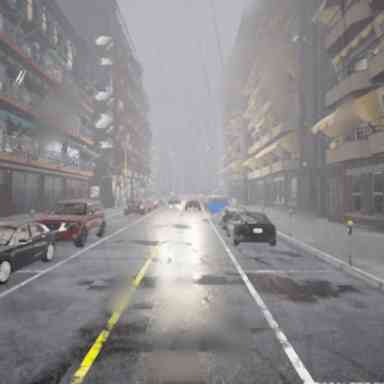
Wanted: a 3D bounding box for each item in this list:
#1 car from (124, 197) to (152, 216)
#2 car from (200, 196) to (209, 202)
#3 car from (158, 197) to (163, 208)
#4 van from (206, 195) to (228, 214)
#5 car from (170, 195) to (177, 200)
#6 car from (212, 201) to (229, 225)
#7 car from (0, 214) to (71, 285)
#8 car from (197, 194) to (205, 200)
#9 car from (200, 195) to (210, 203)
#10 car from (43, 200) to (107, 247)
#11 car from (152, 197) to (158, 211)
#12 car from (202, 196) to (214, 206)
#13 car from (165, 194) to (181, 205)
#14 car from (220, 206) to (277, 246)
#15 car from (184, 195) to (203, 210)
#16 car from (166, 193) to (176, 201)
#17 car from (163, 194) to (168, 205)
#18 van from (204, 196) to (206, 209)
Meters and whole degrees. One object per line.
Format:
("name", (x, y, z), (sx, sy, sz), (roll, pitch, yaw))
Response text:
("car", (-5.301, 1.389, 32.017), (1.967, 1.590, 4.097), (1, 0, 0))
("car", (2.581, 1.475, 71.742), (1.802, 1.307, 4.206), (1, 0, 0))
("car", (-5.300, 1.372, 43.359), (1.967, 1.590, 4.097), (1, 0, 0))
("van", (2.580, 1.290, 32.046), (1.690, 1.788, 3.998), (1, 0, 0))
("car", (-5.275, 1.450, 94.396), (1.802, 1.307, 4.206), (1, 0, 0))
("car", (2.577, 1.517, 20.704), (2.008, 1.369, 4.403), (1, 0, 0))
("car", (-5.305, 1.535, 9.333), (2.008, 1.369, 4.403), (1, 0, 0))
("car", (2.584, 1.418, 94.424), (2.008, 1.369, 4.403), (1, 0, 0))
("car", (2.581, 1.425, 66.240), (1.752, 1.417, 4.829), (1, 0, 0))
("car", (-5.301, 1.290, 15.004), (2.192, 1.841, 5.009), (1, 0, 0))
("car", (-5.302, 1.522, 37.688), (1.802, 1.307, 4.206), (1, 0, 0))
("car", (2.580, 1.441, 54.899), (1.752, 1.417, 4.829), (1, 0, 0))
("car", (-2.810, 1.479, 54.596), (1.994, 1.385, 4.181), (0, 0, 0))
("car", (2.576, 1.541, 15.034), (1.947, 1.339, 4.313), (1, 0, 0))
("car", (0.102, 1.460, 41.329), (1.812, 1.442, 4.674), (0, 0, 0))
("car", (-5.303, 1.195, 83.054), (2.192, 1.841, 5.009), (1, 0, 0))
("car", (-5.300, 1.467, 54.700), (2.008, 1.369, 4.403), (1, 0, 0))
("van", (2.581, 1.281, 37.717), (1.690, 1.788, 3.998), (1, 0, 0))
